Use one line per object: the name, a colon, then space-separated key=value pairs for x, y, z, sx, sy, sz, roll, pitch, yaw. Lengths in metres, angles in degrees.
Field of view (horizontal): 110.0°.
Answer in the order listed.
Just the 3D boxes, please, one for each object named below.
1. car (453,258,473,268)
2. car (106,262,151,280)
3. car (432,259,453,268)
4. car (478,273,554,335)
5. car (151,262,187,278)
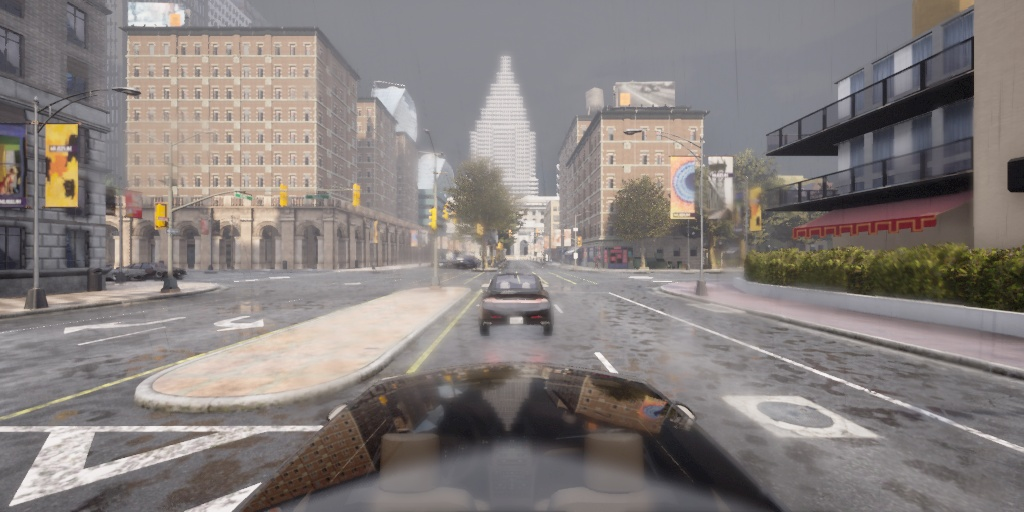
car: x=-8.024 y=1.354 z=59.166 sx=1.895 sy=1.301 sz=4.718 roll=0 pitch=0 yaw=0
car: x=-33.826 y=1.352 z=30.101 sx=4.718 sy=1.301 sz=1.895 roll=0 pitch=0 yaw=0
car: x=-11.514 y=1.245 z=60.614 sx=2.128 sy=1.511 sz=4.902 roll=0 pitch=0 yaw=0
car: x=0.105 y=1.242 z=10.481 sx=2.128 sy=1.511 sz=4.902 roll=0 pitch=0 yaw=0
car: x=-33.849 y=1.299 z=33.599 sx=5.357 sy=1.411 sz=2.033 roll=0 pitch=0 yaw=0
